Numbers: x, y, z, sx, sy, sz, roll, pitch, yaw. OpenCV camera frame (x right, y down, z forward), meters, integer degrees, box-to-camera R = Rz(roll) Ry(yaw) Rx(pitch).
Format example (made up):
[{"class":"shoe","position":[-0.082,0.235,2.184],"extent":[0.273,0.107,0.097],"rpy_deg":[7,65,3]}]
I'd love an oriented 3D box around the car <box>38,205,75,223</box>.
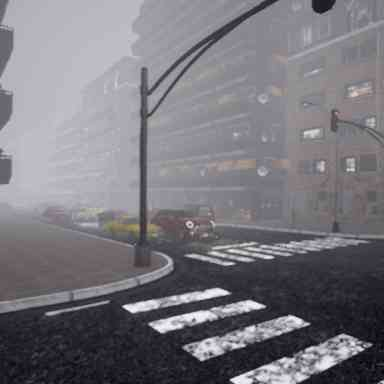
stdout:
[{"class":"car","position":[-13.405,2.267,32.762],"extent":[1.887,1.381,4.507],"rpy_deg":[-1,-1,-36]}]

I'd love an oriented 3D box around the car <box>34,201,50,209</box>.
[{"class":"car","position":[-26.694,2.683,61.002],"extent":[2.097,1.767,4.553],"rpy_deg":[1,-2,-40]}]

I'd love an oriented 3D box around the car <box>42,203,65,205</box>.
[{"class":"car","position":[-17.632,2.469,43.063],"extent":[1.812,1.442,4.674],"rpy_deg":[1,-1,-36]}]

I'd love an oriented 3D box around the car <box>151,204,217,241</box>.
[{"class":"car","position":[-0.577,1.770,19.574],"extent":[2.097,1.767,4.553],"rpy_deg":[1,-1,-36]}]

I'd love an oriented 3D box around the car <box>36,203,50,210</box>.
[{"class":"car","position":[-33.349,3.181,74.355],"extent":[1.947,1.339,4.313],"rpy_deg":[-1,-1,-36]}]

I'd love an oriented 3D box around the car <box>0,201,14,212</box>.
[{"class":"car","position":[-33.400,2.874,60.239],"extent":[1.887,1.381,4.507],"rpy_deg":[0,-1,-36]}]

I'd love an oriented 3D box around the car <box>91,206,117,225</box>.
[{"class":"car","position":[-6.164,2.139,27.235],"extent":[2.033,1.411,5.357],"rpy_deg":[1,-1,-36]}]

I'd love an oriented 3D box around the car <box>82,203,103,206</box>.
[{"class":"car","position":[-13.898,2.503,48.486],"extent":[1.801,1.575,5.366],"rpy_deg":[1,-1,-36]}]

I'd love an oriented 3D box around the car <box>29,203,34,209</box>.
[{"class":"car","position":[-36.682,3.258,78.935],"extent":[1.887,1.381,4.507],"rpy_deg":[-1,-1,-36]}]

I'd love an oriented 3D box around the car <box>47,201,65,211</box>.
[{"class":"car","position":[-26.688,2.731,65.198],"extent":[2.192,1.841,5.009],"rpy_deg":[-1,-1,-36]}]

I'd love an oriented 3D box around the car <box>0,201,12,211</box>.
[{"class":"car","position":[-36.735,2.744,64.819],"extent":[2.192,1.841,5.009],"rpy_deg":[0,-1,-36]}]

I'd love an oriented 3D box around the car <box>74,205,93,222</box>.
[{"class":"car","position":[-11.760,2.364,34.936],"extent":[1.895,1.301,4.718],"rpy_deg":[1,-1,-36]}]

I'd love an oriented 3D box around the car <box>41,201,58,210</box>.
[{"class":"car","position":[-30.021,2.831,69.778],"extent":[2.192,1.841,5.009],"rpy_deg":[-1,-1,-36]}]

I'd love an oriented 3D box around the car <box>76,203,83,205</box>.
[{"class":"car","position":[-17.918,2.520,53.949],"extent":[2.097,1.767,4.553],"rpy_deg":[1,-1,-36]}]

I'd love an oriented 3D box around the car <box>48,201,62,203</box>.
[{"class":"car","position":[-21.264,2.669,53.426],"extent":[1.837,1.490,4.892],"rpy_deg":[1,-1,-36]}]

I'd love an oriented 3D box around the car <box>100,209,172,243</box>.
[{"class":"car","position":[-3.307,1.936,18.886],"extent":[1.752,1.417,4.829],"rpy_deg":[-1,-1,-36]}]

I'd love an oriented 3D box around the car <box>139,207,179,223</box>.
[{"class":"car","position":[-3.358,2.252,33.142],"extent":[1.887,1.381,4.507],"rpy_deg":[-1,-1,-36]}]

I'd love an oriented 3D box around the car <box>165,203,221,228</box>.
[{"class":"car","position":[-0.030,1.919,28.565],"extent":[2.192,1.841,5.009],"rpy_deg":[-1,-1,-36]}]
